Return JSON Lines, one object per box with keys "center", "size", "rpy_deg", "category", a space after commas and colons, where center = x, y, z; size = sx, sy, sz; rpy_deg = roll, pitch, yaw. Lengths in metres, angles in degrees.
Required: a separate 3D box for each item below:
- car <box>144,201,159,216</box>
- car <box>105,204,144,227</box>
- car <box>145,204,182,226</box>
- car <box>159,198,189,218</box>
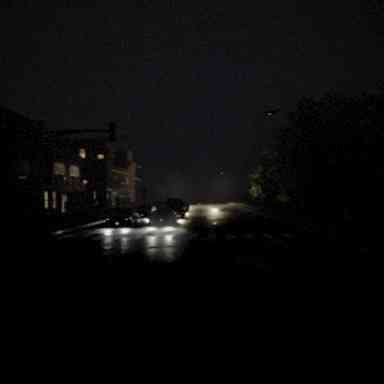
{"center": [-5.018, 2.021, 36.688], "size": [2.033, 1.411, 5.357], "rpy_deg": [-1, -1, 2], "category": "car"}
{"center": [-5.444, 1.911, 26.620], "size": [2.033, 1.411, 5.357], "rpy_deg": [-1, -1, -1], "category": "car"}
{"center": [-2.173, 1.888, 26.375], "size": [1.994, 1.385, 4.181], "rpy_deg": [-1, -1, 3], "category": "car"}
{"center": [-1.810, 1.645, 35.700], "size": [2.150, 2.045, 5.566], "rpy_deg": [-1, 0, 2], "category": "car"}
